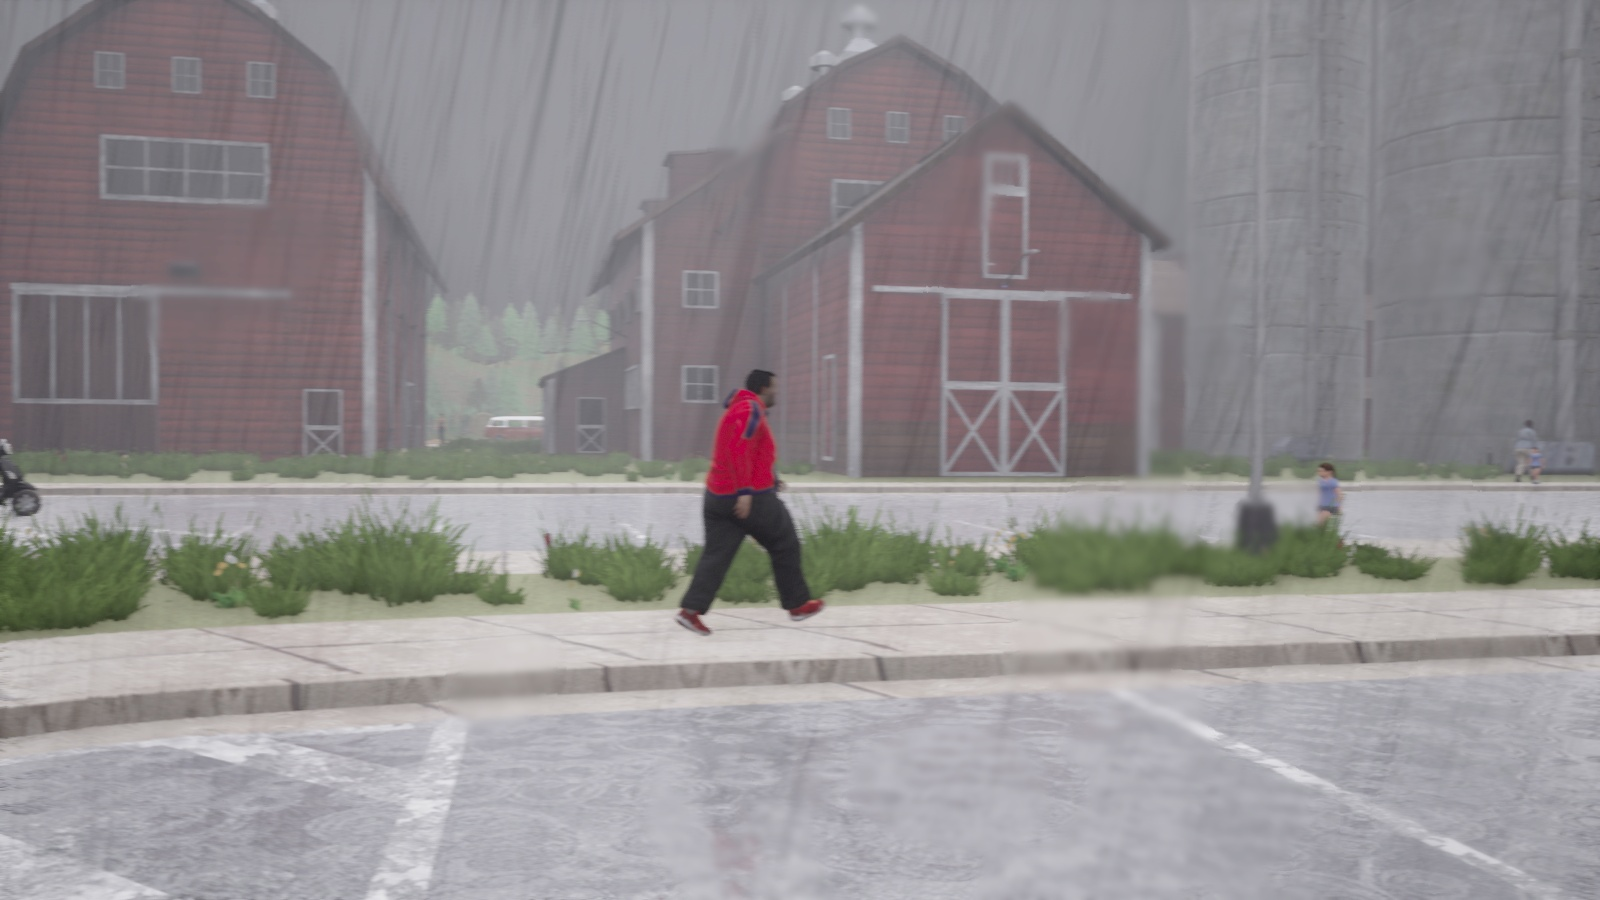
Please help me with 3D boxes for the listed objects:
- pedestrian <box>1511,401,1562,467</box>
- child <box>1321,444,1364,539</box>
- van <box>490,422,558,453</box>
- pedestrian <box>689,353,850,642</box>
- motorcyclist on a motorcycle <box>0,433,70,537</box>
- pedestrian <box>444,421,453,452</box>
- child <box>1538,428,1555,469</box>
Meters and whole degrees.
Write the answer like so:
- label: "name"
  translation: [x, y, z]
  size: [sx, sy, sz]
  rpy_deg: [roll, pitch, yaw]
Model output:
- label: "pedestrian"
  translation: [21.125, -0.457, 36.031]
  size: [0.900, 1.855, 0.874]
  rpy_deg: [-1, 1, -21]
- label: "child"
  translation: [6.436, 0.483, 14.909]
  size: [0.394, 1.110, 0.255]
  rpy_deg: [-1, 1, -8]
- label: "van"
  translation: [-18.980, -0.866, 86.384]
  size: [4.480, 2.038, 2.069]
  rpy_deg: [-1, 1, -13]
- label: "pedestrian"
  translation: [-0.212, 0.293, 8.444]
  size: [0.899, 1.844, 0.634]
  rpy_deg: [-1, 1, -21]
- label: "motorcyclist on a motorcycle"
  translation: [-12.653, 0.537, 19.739]
  size: [1.817, 1.590, 0.866]
  rpy_deg: [-1, 1, -13]
- label: "pedestrian"
  translation: [-20.429, -0.790, 73.072]
  size: [0.345, 1.836, 0.594]
  rpy_deg: [-1, 1, -2]
- label: "child"
  translation: [20.606, -0.046, 34.680]
  size: [0.394, 1.110, 0.255]
  rpy_deg: [-1, 1, -33]
